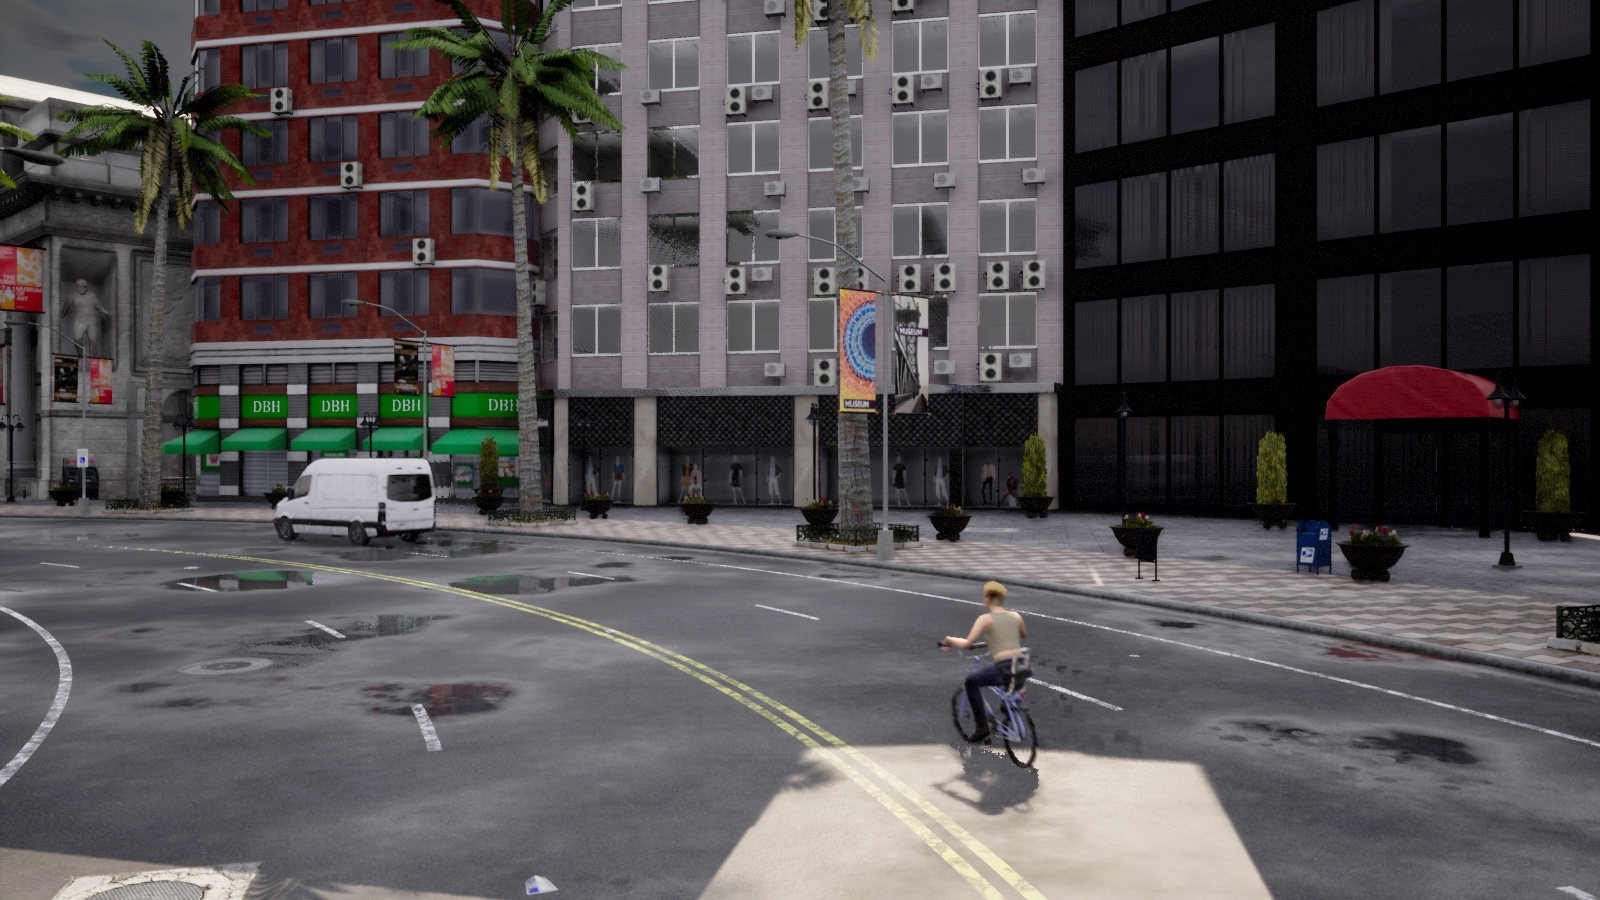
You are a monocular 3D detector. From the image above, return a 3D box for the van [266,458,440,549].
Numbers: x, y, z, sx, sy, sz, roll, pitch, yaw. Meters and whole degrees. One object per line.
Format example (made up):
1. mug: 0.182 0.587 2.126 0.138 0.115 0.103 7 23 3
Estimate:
1. van: -13.787 1.534 35.063 5.915 2.561 1.988 0 0 34
